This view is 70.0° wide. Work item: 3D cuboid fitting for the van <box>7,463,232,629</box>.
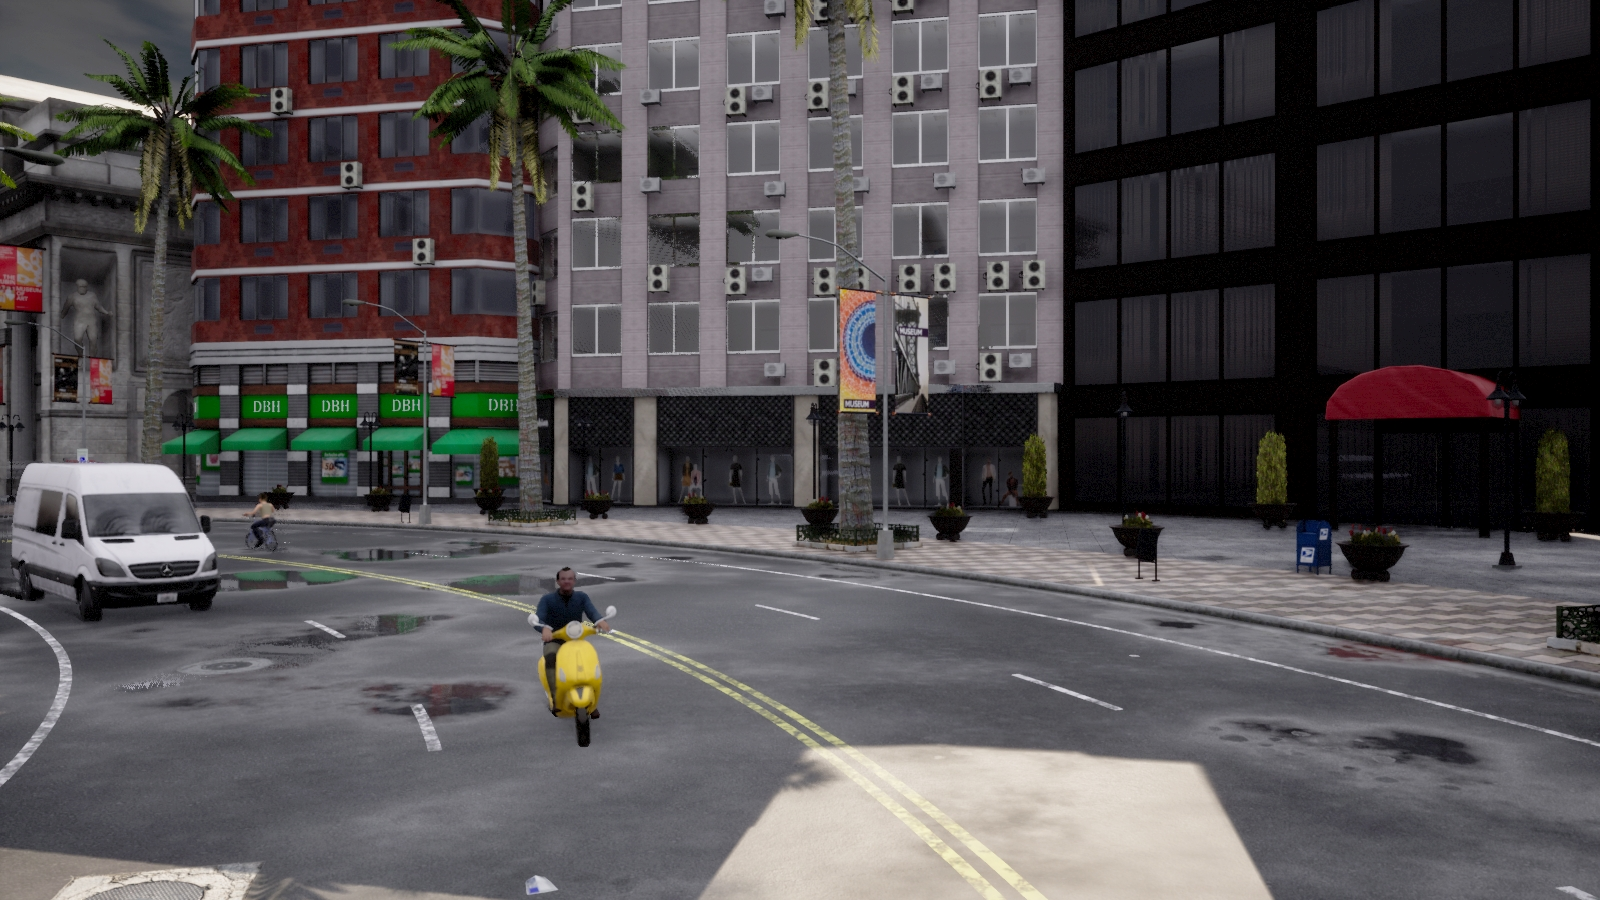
[{"bbox_3d":[-12.455,1.534,20.692,5.915,2.561,1.988,0,0,44],"label":"van"}]
